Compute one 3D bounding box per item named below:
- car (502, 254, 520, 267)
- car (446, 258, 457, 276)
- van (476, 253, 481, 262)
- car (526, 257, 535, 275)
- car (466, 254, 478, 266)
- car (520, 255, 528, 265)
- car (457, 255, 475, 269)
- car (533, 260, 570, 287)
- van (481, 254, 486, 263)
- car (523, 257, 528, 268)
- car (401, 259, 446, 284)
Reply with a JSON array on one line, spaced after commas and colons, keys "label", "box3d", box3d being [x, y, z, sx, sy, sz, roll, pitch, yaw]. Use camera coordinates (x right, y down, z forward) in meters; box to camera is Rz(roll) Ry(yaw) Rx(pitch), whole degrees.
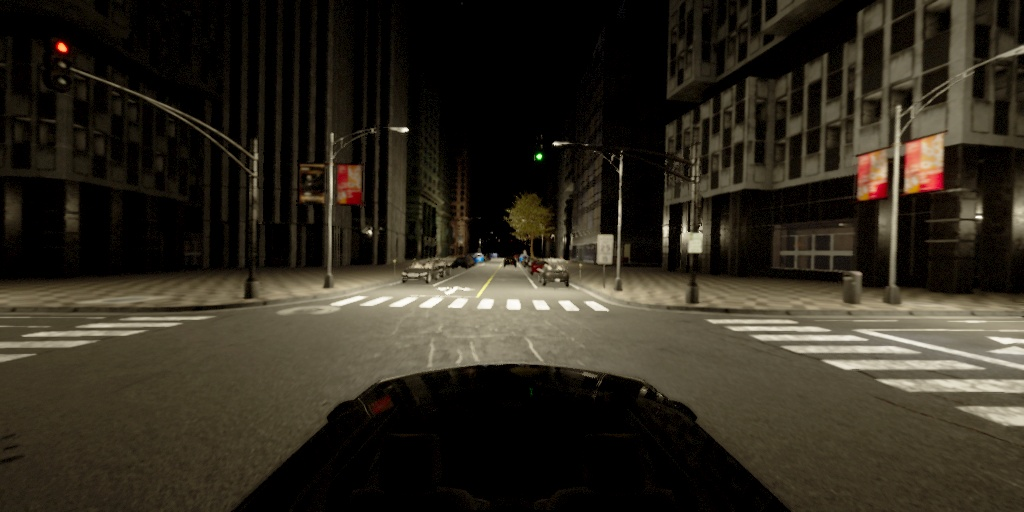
[{"label": "car", "box3d": [-0.253, 0.830, 51.373, 1.837, 1.490, 4.892, 1, 0, 0]}, {"label": "car", "box3d": [-5.891, 0.942, 28.310, 2.007, 1.370, 4.403, 0, 0, 0]}, {"label": "van", "box3d": [-6.046, 0.516, 53.706, 1.690, 1.789, 3.998, 0, 0, 0]}, {"label": "car", "box3d": [2.596, 1.078, 34.257, 1.888, 1.381, 4.507, 0, 0, 0]}, {"label": "car", "box3d": [-6.011, 0.746, 48.124, 1.751, 1.417, 4.829, 0, 0, 0]}, {"label": "car", "box3d": [2.503, 0.952, 49.572, 2.007, 1.370, 4.403, 0, 0, 0]}, {"label": "car", "box3d": [-5.979, 0.832, 42.881, 1.948, 1.339, 4.313, 0, 0, 0]}, {"label": "car", "box3d": [2.663, 1.178, 23.369, 2.007, 1.370, 4.403, 0, 0, 0]}, {"label": "van", "box3d": [-6.112, 0.426, 64.533, 1.690, 1.789, 3.998, 0, 0, 0]}, {"label": "car", "box3d": [2.563, 1.036, 39.701, 2.007, 1.370, 4.403, 0, 0, 0]}, {"label": "car", "box3d": [-5.860, 0.986, 23.318, 2.007, 1.370, 4.403, 0, 0, 0]}]
